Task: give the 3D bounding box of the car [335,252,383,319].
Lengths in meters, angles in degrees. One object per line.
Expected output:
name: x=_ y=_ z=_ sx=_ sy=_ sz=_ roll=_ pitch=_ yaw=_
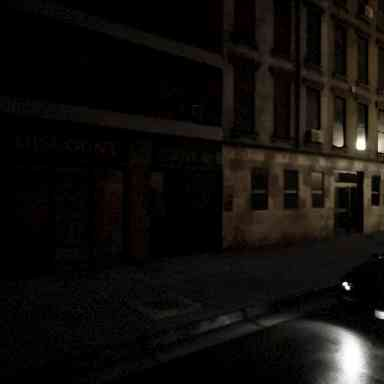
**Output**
car: x=5.176 y=1.547 z=6.737 sx=5.357 sy=1.411 sz=2.033 roll=0 pitch=0 yaw=-35
